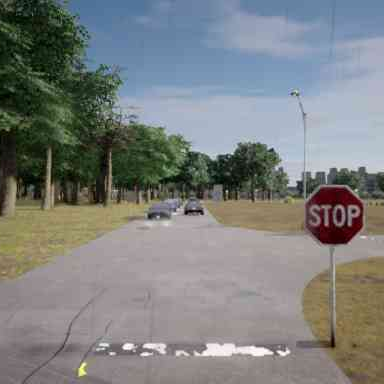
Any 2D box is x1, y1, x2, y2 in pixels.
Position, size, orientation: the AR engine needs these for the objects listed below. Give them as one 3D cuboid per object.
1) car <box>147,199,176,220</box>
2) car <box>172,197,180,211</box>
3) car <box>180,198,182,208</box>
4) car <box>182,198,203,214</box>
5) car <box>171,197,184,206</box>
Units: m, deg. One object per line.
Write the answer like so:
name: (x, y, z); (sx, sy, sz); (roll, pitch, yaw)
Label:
car: (-2.703, 1.592, 28.753); (2.033, 1.411, 5.357); (0, 0, -1)
car: (-2.714, 1.626, 39.623); (1.812, 1.442, 4.674); (0, 0, 0)
car: (-2.681, 1.692, 49.889); (1.812, 1.442, 4.674); (0, 0, 1)
car: (0.213, 1.642, 35.901); (1.994, 1.385, 4.181); (0, 0, 0)
car: (-2.578, 1.731, 60.221); (2.128, 1.511, 4.902); (0, 0, 0)
